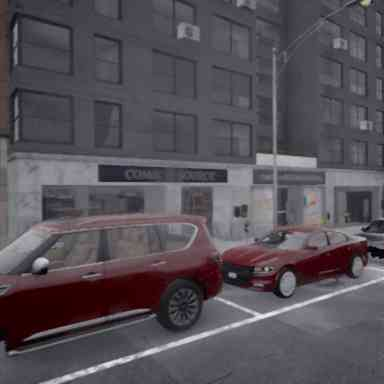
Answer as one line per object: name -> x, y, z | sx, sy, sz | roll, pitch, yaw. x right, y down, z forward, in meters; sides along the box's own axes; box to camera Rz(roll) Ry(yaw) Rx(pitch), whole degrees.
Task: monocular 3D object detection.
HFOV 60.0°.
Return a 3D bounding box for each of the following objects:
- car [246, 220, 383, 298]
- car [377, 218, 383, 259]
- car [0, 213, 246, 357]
car -> 2.711, 1.548, 8.471 | 4.507, 1.381, 1.887 | 0, -1, -35
car -> 7.195, 1.572, 11.668 | 4.313, 1.339, 1.947 | 0, -1, -35
car -> -1.775, 1.316, 5.276 | 5.009, 1.841, 2.192 | 0, -1, -35
